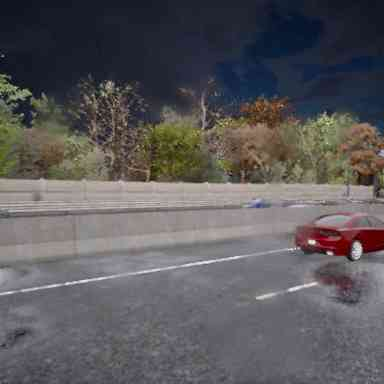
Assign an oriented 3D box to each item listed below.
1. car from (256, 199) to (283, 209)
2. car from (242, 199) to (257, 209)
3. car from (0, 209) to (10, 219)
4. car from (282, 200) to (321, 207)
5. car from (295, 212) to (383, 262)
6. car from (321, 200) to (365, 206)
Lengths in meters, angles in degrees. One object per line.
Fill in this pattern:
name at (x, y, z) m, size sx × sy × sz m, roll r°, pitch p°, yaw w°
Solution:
car at (10.025, 1.565, 36.934) m, size 5.357 × 1.411 × 2.033 m, roll 0°, pitch 0°, yaw -35°
car at (8.117, 1.544, 39.868) m, size 4.674 × 1.442 × 1.812 m, roll 0°, pitch 0°, yaw -35°
car at (-14.869, 1.564, 22.863) m, size 4.181 × 1.385 × 1.994 m, roll 0°, pitch 0°, yaw -38°
car at (11.744, 1.618, 33.861) m, size 4.718 × 1.301 × 1.895 m, roll 0°, pitch 0°, yaw -35°
car at (5.911, 1.481, 12.261) m, size 5.008 × 1.535 × 1.882 m, roll 0°, pitch 0°, yaw -36°
car at (14.972, 1.510, 31.861) m, size 4.902 × 1.511 × 2.128 m, roll 0°, pitch 0°, yaw -35°
